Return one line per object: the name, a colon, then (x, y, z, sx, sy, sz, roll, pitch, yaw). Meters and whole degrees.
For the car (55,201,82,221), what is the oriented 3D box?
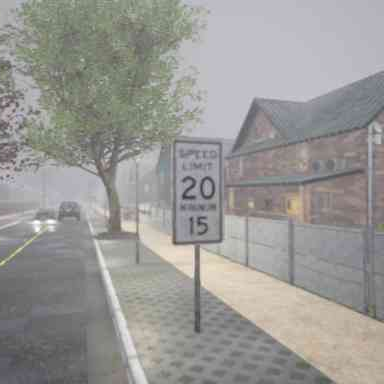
car: (-13.214, 2.030, 35.954, 2.150, 2.045, 5.566, 0, -1, -18)

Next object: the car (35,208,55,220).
car: (-17.255, 2.509, 39.253, 1.895, 1.301, 4.718, 0, -1, -18)
